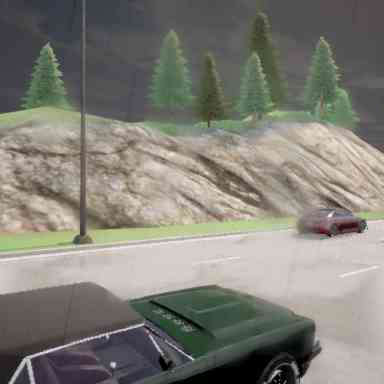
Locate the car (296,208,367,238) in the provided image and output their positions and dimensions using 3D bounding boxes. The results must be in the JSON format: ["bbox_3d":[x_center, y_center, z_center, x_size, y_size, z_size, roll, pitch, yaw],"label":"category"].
[{"bbox_3d":[7.461,1.563,17.690,4.181,1.385,1.994,0,0,-36],"label":"car"}]

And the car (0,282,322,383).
[{"bbox_3d":[-0.892,1.601,3.101,4.718,1.301,1.895,0,0,-36],"label":"car"}]
